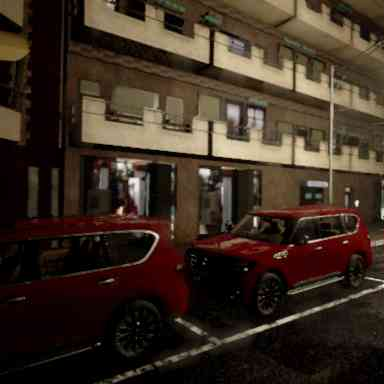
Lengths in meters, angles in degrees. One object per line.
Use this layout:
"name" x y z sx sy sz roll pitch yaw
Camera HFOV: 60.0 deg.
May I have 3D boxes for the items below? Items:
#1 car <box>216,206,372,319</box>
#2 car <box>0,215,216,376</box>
"car" 2.134 1.301 7.589 5.009 1.841 2.192 0 2 -35
"car" -2.369 1.314 4.380 5.009 1.841 2.192 0 2 -35
